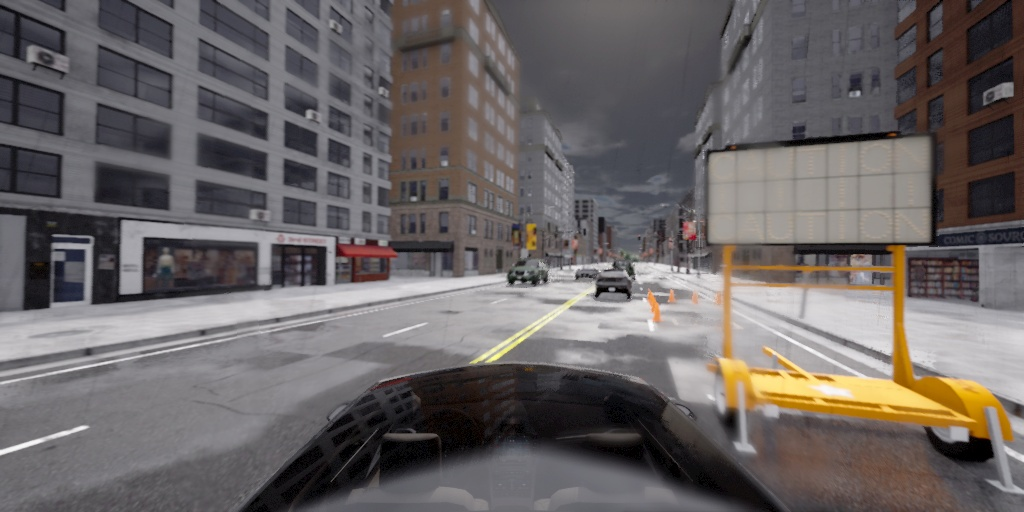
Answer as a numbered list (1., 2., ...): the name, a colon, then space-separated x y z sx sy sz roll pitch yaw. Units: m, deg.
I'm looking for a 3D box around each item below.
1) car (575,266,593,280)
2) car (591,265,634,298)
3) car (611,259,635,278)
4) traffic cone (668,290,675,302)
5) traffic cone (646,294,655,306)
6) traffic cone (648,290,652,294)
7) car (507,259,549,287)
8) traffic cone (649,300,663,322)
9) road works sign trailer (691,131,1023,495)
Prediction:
1. car: 7.629 1.697 36.367 1.994 1.385 4.181 0 -1 19
2. car: 5.845 1.474 20.442 1.837 1.490 4.892 0 0 19
3. car: 11.455 1.388 36.976 2.150 2.045 5.566 0 -1 19
4. traffic cone: 7.661 1.909 17.190 0.340 0.580 0.340 0 0 19
5. traffic cone: 5.429 1.859 13.723 0.340 0.580 0.340 0 0 19
6. traffic cone: 6.071 1.882 15.617 0.340 0.580 0.340 0 0 19
7. car: 1.398 1.228 28.185 2.150 2.045 5.566 0 -1 19
8. traffic cone: 4.786 1.836 11.830 0.340 0.580 0.340 0 0 19
9. road works sign trailer: 3.845 0.273 4.757 2.380 3.560 2.880 0 0 19
